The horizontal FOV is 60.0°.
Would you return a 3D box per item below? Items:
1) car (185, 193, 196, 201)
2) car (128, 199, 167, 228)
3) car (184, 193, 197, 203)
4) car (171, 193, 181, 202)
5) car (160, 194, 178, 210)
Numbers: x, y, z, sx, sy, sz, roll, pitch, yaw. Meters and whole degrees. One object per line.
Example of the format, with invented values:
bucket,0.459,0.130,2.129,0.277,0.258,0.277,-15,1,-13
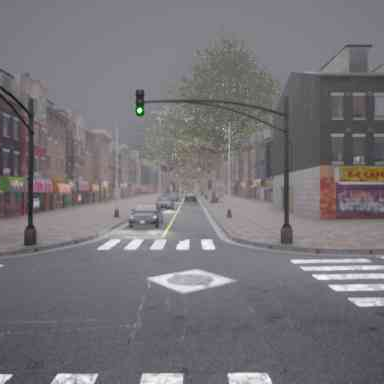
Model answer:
car,-0.236,0.854,62.252,1.994,1.385,4.181,0,1,0
car,-2.931,1.461,21.876,1.812,1.442,4.674,0,1,0
car,-0.196,0.938,51.829,1.882,1.535,5.008,0,1,0
car,-2.966,0.905,56.134,1.837,1.490,4.892,0,1,0
car,-2.983,1.281,36.931,1.994,1.385,4.181,0,1,0
